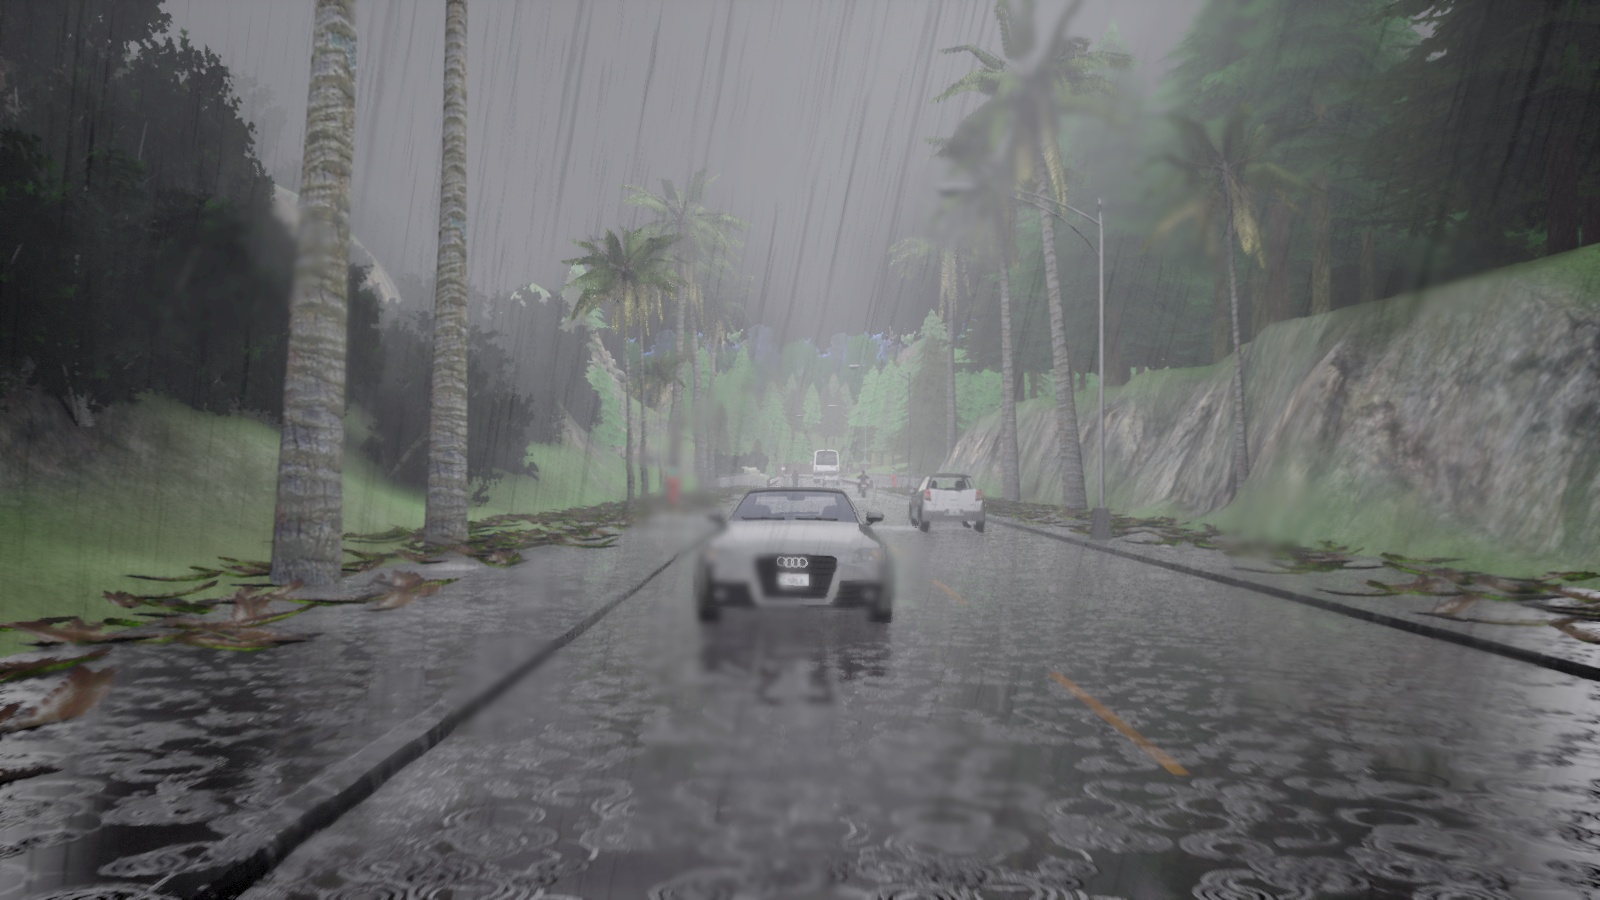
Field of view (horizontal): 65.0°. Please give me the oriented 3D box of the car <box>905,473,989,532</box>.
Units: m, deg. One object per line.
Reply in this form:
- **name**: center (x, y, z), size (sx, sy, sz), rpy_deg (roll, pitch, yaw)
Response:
- **car**: center (3.907, 1.369, 33.921), size (1.845, 1.501, 3.633), rpy_deg (0, -1, 0)

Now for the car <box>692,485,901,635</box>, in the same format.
- **car**: center (-0.038, 1.109, 14.098), size (1.994, 1.385, 4.181), rpy_deg (0, -1, 0)

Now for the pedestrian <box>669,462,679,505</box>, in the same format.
- **pedestrian**: center (-5.384, 1.422, 53.623), size (0.345, 1.836, 0.594), rpy_deg (0, -1, 0)
